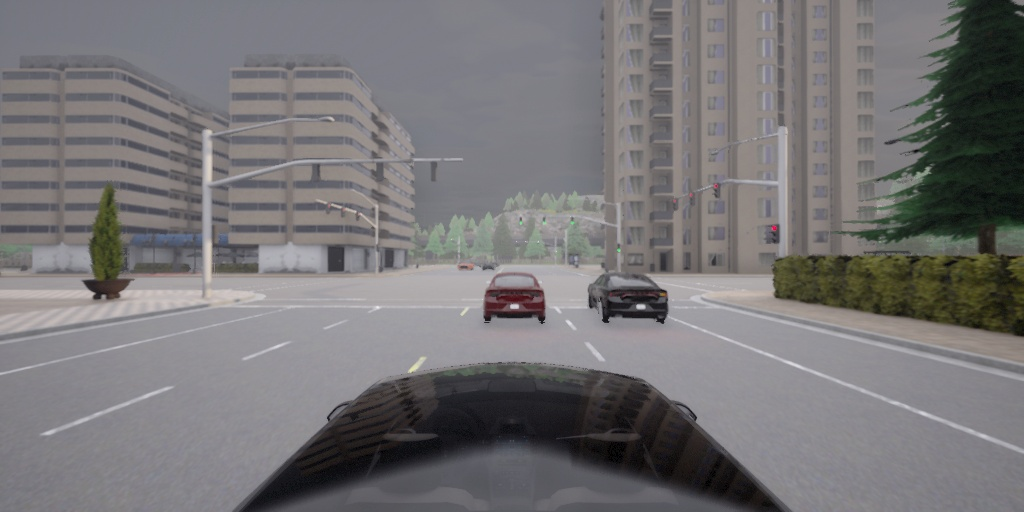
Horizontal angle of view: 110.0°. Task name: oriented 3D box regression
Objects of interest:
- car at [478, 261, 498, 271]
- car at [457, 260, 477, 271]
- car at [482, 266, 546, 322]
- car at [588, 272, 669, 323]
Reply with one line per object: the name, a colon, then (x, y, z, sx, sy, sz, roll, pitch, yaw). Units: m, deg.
car: (-3.576, 1.617, 54.567, 1.895, 1.301, 4.718, 0, 0, 0)
car: (-7.074, 1.370, 55.082, 2.097, 1.767, 4.553, 0, 0, 0)
car: (0.081, 1.282, 12.530, 1.882, 1.535, 5.008, 0, 0, 0)
car: (3.814, 1.283, 12.506, 1.882, 1.535, 5.008, 0, 0, 5)
